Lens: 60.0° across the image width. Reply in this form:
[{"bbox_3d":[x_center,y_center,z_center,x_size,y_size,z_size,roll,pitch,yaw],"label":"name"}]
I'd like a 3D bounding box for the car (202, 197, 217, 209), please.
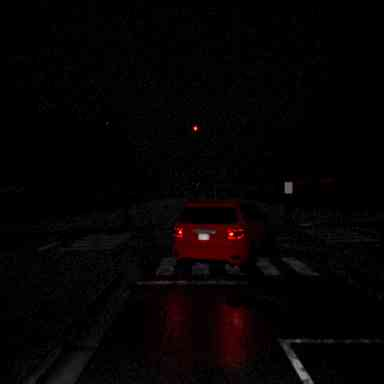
[{"bbox_3d":[2.619,1.621,50.674,1.967,1.590,4.097,-1,0,0],"label":"car"}]

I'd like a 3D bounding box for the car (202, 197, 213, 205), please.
[{"bbox_3d":[3.012,1.721,65.856,1.801,1.575,5.366,0,0,0],"label":"car"}]

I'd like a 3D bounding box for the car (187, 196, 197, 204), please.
[{"bbox_3d":[-0.014,1.660,69.942,2.033,1.411,5.357,0,0,0],"label":"car"}]

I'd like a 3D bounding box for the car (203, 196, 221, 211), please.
[{"bbox_3d":[2.619,1.469,45.272,2.192,1.841,5.009,-1,0,0],"label":"car"}]

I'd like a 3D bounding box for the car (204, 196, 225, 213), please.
[{"bbox_3d":[2.620,1.444,39.869,2.192,1.841,5.009,-1,0,0],"label":"car"}]

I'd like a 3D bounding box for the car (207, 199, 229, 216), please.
[{"bbox_3d":[2.623,1.545,34.467,1.967,1.590,4.097,-1,0,0],"label":"car"}]

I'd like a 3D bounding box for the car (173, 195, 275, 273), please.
[{"bbox_3d":[1.244,1.244,11.063,2.150,2.045,5.566,-1,0,20],"label":"car"}]

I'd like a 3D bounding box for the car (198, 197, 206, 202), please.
[{"bbox_3d":[2.612,1.988,88.489,1.802,1.307,4.206,-1,0,0],"label":"car"}]
